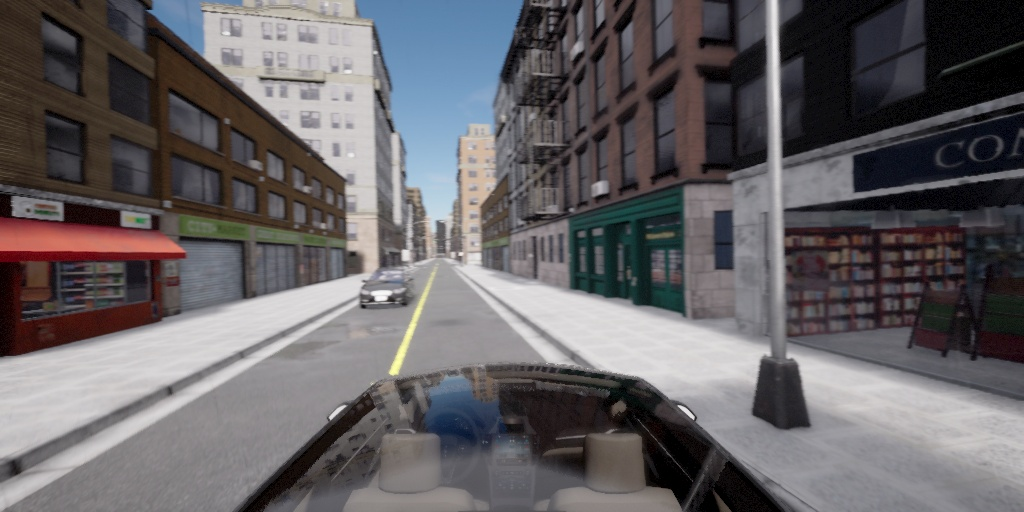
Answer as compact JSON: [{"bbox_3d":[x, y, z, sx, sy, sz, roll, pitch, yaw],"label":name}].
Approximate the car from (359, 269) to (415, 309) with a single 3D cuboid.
[{"bbox_3d":[-5.366,1.327,15.814,2.128,1.511,4.902,-2,0,-11],"label":"car"}]
